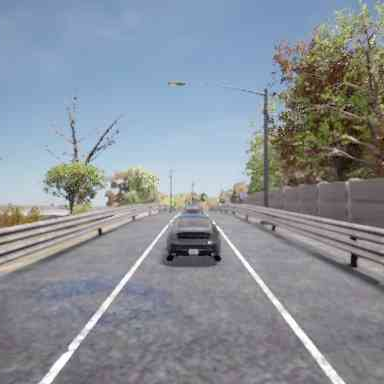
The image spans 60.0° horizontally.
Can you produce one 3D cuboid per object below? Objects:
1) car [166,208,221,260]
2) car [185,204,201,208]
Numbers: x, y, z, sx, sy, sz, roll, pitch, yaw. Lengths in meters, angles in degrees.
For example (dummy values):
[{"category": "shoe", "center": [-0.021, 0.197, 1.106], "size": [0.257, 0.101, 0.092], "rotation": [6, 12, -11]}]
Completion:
[{"category": "car", "center": [0.064, 1.593, 12.745], "size": [1.837, 1.490, 4.892], "rotation": [0, 0, 0]}, {"category": "car", "center": [0.081, 1.758, 28.764], "size": [1.812, 1.442, 4.674], "rotation": [0, -1, 1]}]
